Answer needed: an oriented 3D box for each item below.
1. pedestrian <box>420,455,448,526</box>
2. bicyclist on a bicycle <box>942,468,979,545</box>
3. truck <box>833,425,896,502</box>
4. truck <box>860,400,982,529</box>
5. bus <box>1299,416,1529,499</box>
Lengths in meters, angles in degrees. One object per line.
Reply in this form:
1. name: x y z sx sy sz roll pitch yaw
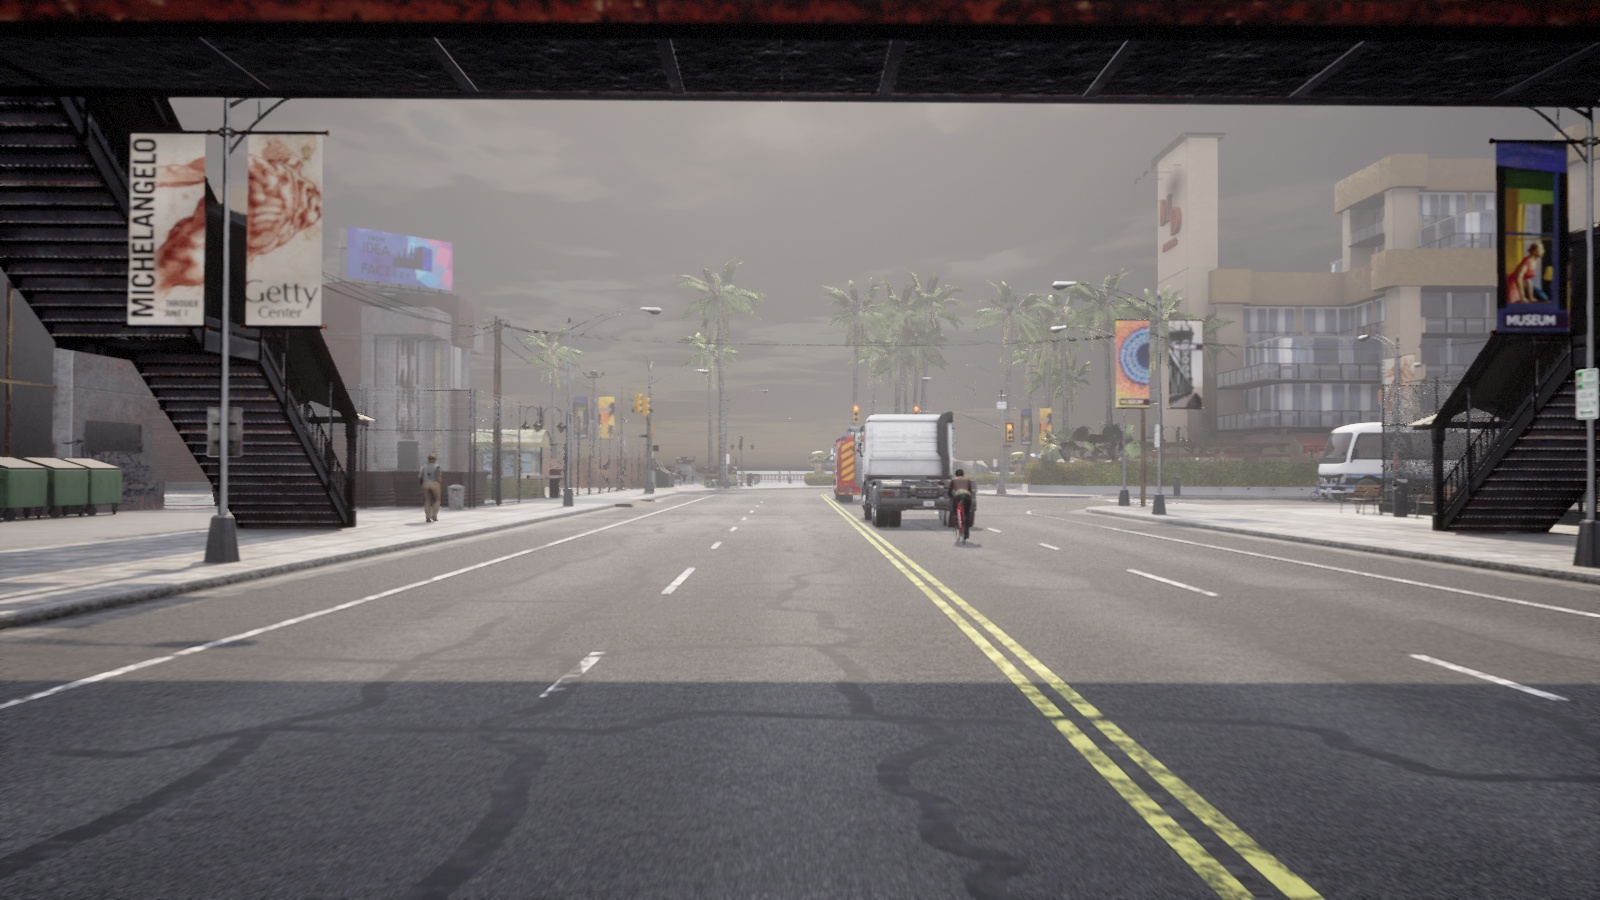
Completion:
1. pedestrian: -9.721 1.066 33.350 0.540 1.848 0.694 0 -1 -1
2. bicyclist on a bicycle: 3.508 1.213 27.467 0.582 1.620 1.656 0 -1 0
3. truck: 3.337 0.757 66.895 2.891 3.827 8.468 0 -1 0
4. truck: 3.460 0.454 37.922 2.891 3.462 7.936 0 -1 0
5. bus: 32.504 0.428 66.857 10.273 4.253 3.944 0 -1 -1
